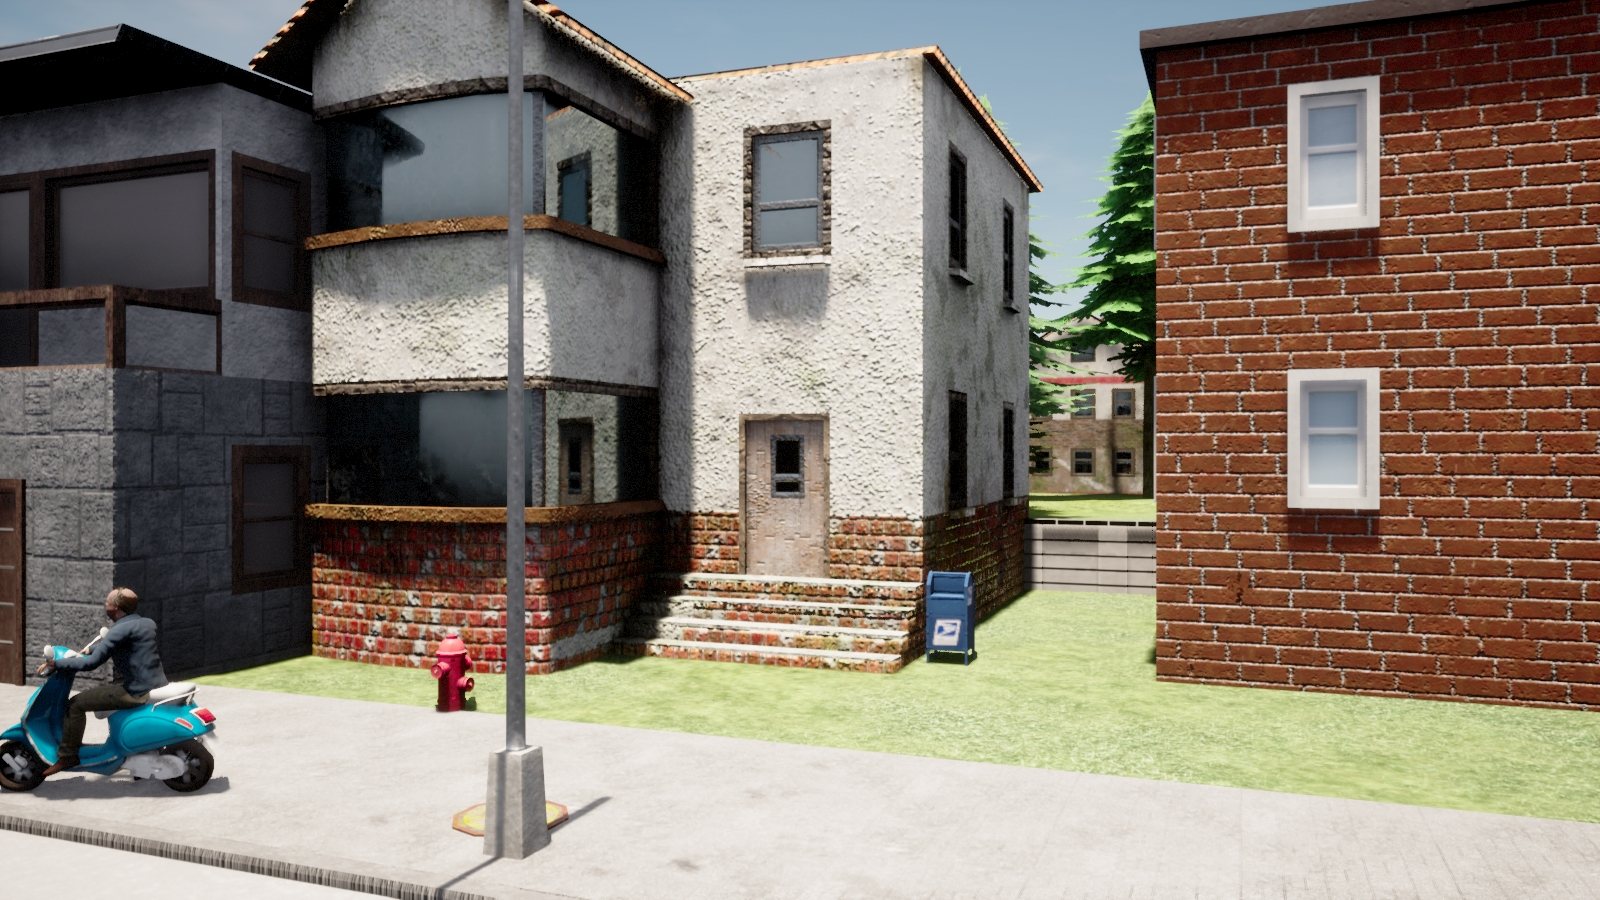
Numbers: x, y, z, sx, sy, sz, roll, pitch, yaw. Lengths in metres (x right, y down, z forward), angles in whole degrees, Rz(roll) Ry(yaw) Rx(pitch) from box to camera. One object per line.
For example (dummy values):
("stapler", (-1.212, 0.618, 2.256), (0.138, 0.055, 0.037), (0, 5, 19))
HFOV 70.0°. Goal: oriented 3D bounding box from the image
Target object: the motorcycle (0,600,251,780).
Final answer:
("motorcycle", (-5.442, 1.858, 9.019), (1.805, 1.236, 0.856), (0, 0, 1))
